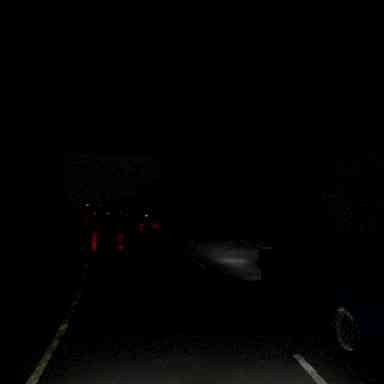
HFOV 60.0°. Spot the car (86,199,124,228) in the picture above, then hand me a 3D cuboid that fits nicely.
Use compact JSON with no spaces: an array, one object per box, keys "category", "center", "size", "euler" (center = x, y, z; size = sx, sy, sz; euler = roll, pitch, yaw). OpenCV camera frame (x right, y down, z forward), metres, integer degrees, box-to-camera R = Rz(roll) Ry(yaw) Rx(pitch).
[{"category":"car","center":[-6.035,1.395,23.104],"size":[2.097,1.767,4.553],"euler":[0,0,-19]}]

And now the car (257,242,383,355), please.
[{"category":"car","center":[2.814,1.581,6.125],"size":[1.895,1.301,4.718],"euler":[0,0,-9]}]

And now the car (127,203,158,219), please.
[{"category":"car","center":[-4.466,1.634,29.268],"size":[1.895,1.301,4.718],"euler":[0,0,-20]}]

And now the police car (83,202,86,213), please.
[{"category":"police car","center":[-11.315,1.586,38.070],"size":[2.038,1.542,4.974],"euler":[0,0,-20]}]
